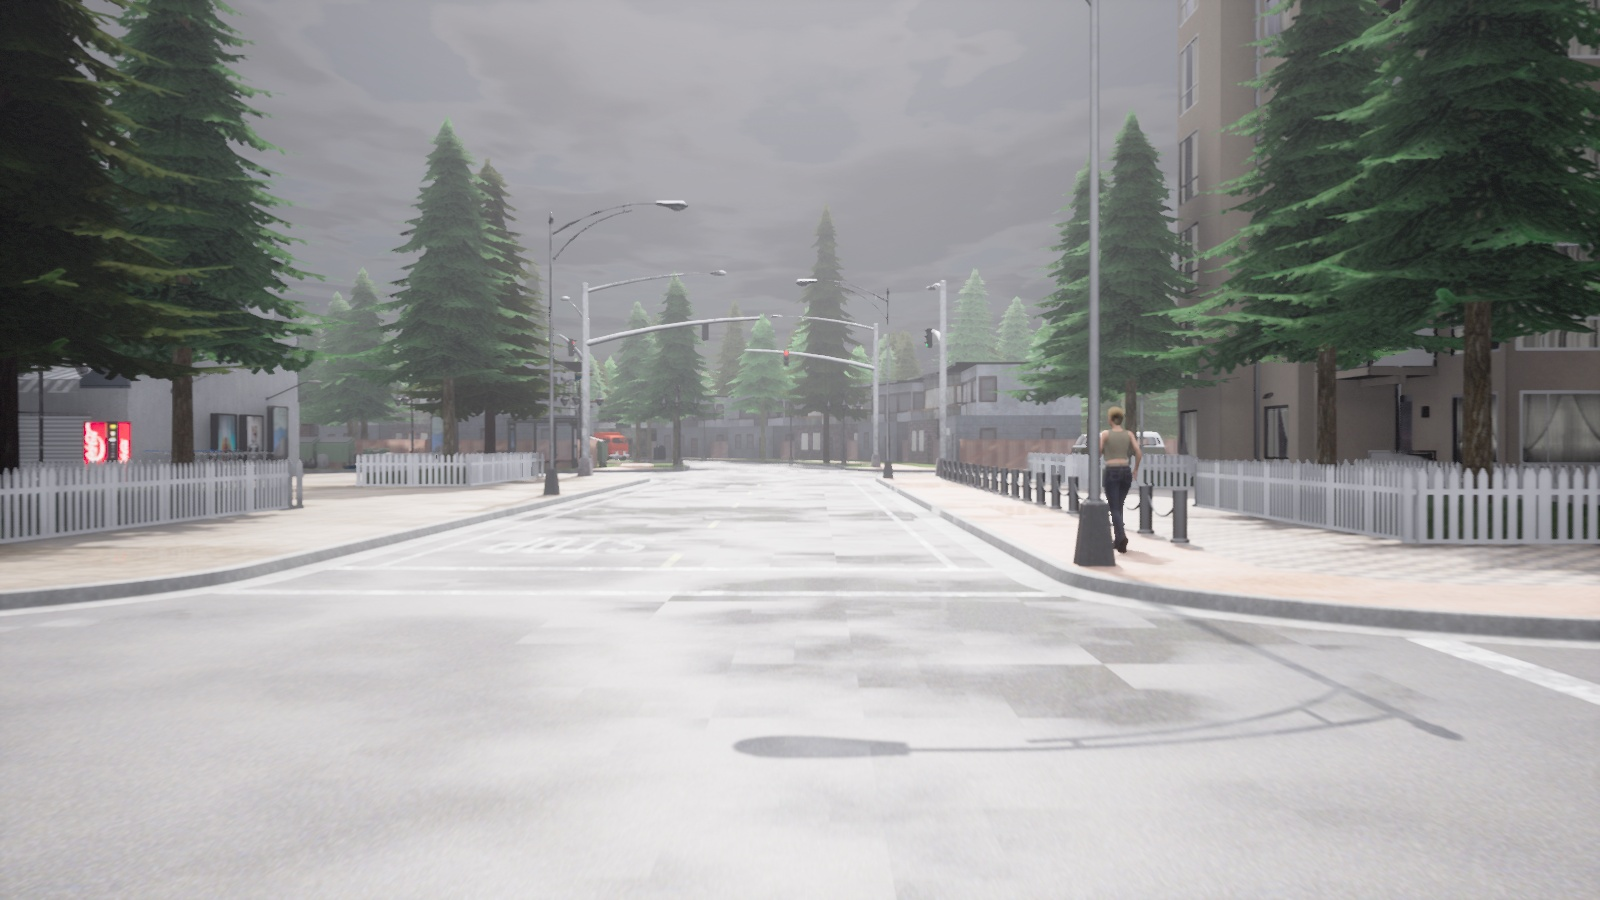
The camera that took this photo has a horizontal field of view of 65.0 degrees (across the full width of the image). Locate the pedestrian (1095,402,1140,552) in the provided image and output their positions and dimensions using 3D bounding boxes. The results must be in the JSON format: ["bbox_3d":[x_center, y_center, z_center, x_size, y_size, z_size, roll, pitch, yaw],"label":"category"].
[{"bbox_3d":[3.975,0.333,15.729,0.345,1.836,0.594,0,0,-7],"label":"pedestrian"}]

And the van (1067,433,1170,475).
[{"bbox_3d":[15.376,0.184,60.759,4.480,2.038,2.069,0,0,2],"label":"van"}]
